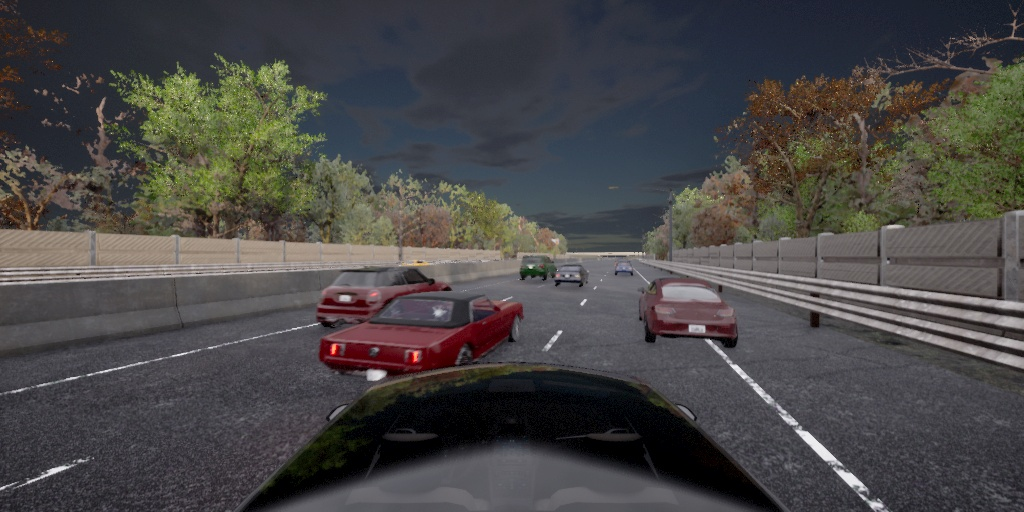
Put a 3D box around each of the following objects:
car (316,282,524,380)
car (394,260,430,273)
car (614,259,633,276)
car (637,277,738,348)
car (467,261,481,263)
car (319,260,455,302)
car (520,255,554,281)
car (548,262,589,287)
[{"bbox_3d":[-1.196,1.350,7.026,1.895,1.301,4.718,0,0,17],"label":"car"},{"bbox_3d":[-12.121,1.233,43.988,1.882,1.535,5.008,0,0,17],"label":"car"},{"bbox_3d":[11.965,1.307,38.365,2.033,1.411,5.357,0,0,17],"label":"car"},{"bbox_3d":[4.327,1.277,9.292,1.812,1.442,4.674,0,0,17],"label":"car"},{"bbox_3d":[-4.656,1.305,44.485,2.033,1.411,5.357,0,0,17],"label":"car"},{"bbox_3d":[-3.607,1.102,11.130,2.097,1.767,4.553,0,0,17],"label":"car"},{"bbox_3d":[2.259,0.976,30.455,2.150,2.045,5.566,0,0,17],"label":"car"},{"bbox_3d":[4.195,1.301,24.788,2.033,1.411,5.357,0,0,17],"label":"car"}]
